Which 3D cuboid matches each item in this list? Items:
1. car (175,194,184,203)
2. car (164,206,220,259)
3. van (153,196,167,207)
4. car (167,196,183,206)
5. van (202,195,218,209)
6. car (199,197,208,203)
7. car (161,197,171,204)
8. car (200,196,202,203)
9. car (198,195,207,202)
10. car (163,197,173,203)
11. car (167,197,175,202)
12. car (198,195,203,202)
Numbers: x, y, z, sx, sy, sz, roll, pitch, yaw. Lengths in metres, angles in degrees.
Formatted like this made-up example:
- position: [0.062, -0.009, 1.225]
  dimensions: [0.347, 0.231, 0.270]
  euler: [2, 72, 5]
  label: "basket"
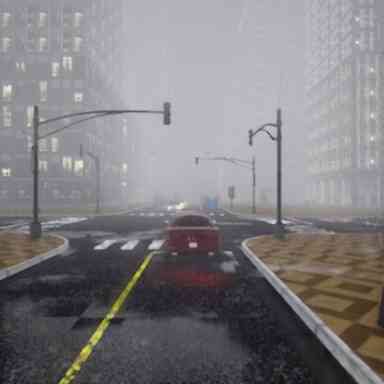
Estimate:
- position: [-3.011, 1.487, 74.153]
  dimensions: [2.150, 2.045, 5.566]
  euler: [0, 0, 0]
  label: "car"
- position: [-0.059, 1.526, 12.916]
  dimensions: [1.882, 1.535, 5.008]
  euler: [0, 0, -2]
  label: "car"
- position: [-5.763, 1.549, 57.104]
  dimensions: [1.690, 1.788, 3.998]
  euler: [0, 0, 0]
  label: "van"
- position: [-3.121, 1.815, 58.625]
  dimensions: [1.895, 1.301, 4.718]
  euler: [0, 0, 1]
  label: "car"
- position: [2.688, 1.509, 45.997]
  dimensions: [1.690, 1.788, 3.998]
  euler: [0, 0, 0]
  label: "van"
- position: [2.702, 1.832, 79.228]
  dimensions: [1.887, 1.381, 4.507]
  euler: [0, 0, 0]
  label: "car"
- position: [-5.700, 1.833, 73.721]
  dimensions: [1.947, 1.339, 4.313]
  euler: [0, 0, 0]
  label: "car"
- position: [2.618, 1.733, 51.535]
  dimensions: [1.887, 1.381, 4.507]
  euler: [0, 0, 0]
  label: "car"
- position: [2.724, 1.621, 84.769]
  dimensions: [2.192, 1.841, 5.009]
  euler: [0, 0, 0]
  label: "car"
- position: [-5.678, 1.838, 79.259]
  dimensions: [2.008, 1.369, 4.403]
  euler: [0, 0, 0]
  label: "car"
- position: [-5.635, 1.907, 90.339]
  dimensions: [1.802, 1.307, 4.206]
  euler: [0, 0, 0]
  label: "car"
- position: [2.682, 1.582, 73.690]
  dimensions: [2.192, 1.841, 5.009]
  euler: [0, 0, 0]
  label: "car"
